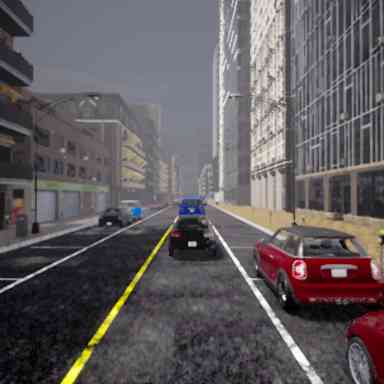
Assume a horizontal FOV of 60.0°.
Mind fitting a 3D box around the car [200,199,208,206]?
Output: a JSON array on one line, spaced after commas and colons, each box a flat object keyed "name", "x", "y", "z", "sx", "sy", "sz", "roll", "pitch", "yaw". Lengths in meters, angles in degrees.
[{"name": "car", "x": 2.729, "y": 2.332, "z": 75.976, "sx": 1.752, "sy": 1.417, "sz": 4.829, "roll": 0, "pitch": -1, "yaw": 0}]

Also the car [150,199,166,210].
[{"name": "car", "x": -5.663, "y": 2.138, "z": 53.216, "sx": 1.802, "sy": 1.307, "sz": 4.206, "roll": 0, "pitch": -1, "yaw": 0}]

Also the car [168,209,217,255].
[{"name": "car", "x": 0.033, "y": 1.671, "z": 13.889, "sx": 1.812, "sy": 1.442, "sz": 4.674, "roll": 0, "pitch": 0, "yaw": 1}]

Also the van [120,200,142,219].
[{"name": "van", "x": -5.674, "y": 1.660, "z": 30.626, "sx": 1.690, "sy": 1.788, "sz": 3.998, "roll": 0, "pitch": -1, "yaw": 0}]

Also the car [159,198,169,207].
[{"name": "car", "x": -5.660, "y": 2.201, "z": 58.864, "sx": 1.802, "sy": 1.307, "sz": 4.206, "roll": 0, "pitch": -1, "yaw": 0}]

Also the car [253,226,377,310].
[{"name": "car", "x": 2.694, "y": 1.525, "z": 8.027, "sx": 1.967, "sy": 1.590, "sz": 4.097, "roll": 0, "pitch": -1, "yaw": 0}]

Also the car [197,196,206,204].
[{"name": "car", "x": 2.438, "y": 2.153, "z": 86.646, "sx": 2.150, "sy": 2.045, "sz": 5.566, "roll": 0, "pitch": -1, "yaw": 0}]

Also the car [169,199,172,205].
[{"name": "car", "x": -5.658, "y": 1.996, "z": 64.516, "sx": 2.192, "sy": 1.841, "sz": 5.009, "roll": 0, "pitch": -1, "yaw": 0}]

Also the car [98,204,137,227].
[{"name": "car", "x": -5.678, "y": 1.826, "z": 24.975, "sx": 1.947, "sy": 1.339, "sz": 4.313, "roll": 0, "pitch": -1, "yaw": 0}]

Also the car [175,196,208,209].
[{"name": "car", "x": 0.027, "y": 1.512, "z": 27.561, "sx": 2.150, "sy": 2.045, "sz": 5.566, "roll": 0, "pitch": 0, "yaw": 0}]

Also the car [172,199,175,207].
[{"name": "car", "x": -2.978, "y": 2.290, "z": 65.305, "sx": 1.895, "sy": 1.301, "sz": 4.718, "roll": 0, "pitch": -1, "yaw": 0}]

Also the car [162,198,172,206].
[{"name": "car", "x": -5.651, "y": 2.245, "z": 75.811, "sx": 1.967, "sy": 1.590, "sz": 4.097, "roll": 0, "pitch": -1, "yaw": 0}]

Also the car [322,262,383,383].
[{"name": "car", "x": 2.691, "y": 1.608, "z": 2.378, "sx": 1.802, "sy": 1.307, "sz": 4.206, "roll": 0, "pitch": -1, "yaw": 0}]
